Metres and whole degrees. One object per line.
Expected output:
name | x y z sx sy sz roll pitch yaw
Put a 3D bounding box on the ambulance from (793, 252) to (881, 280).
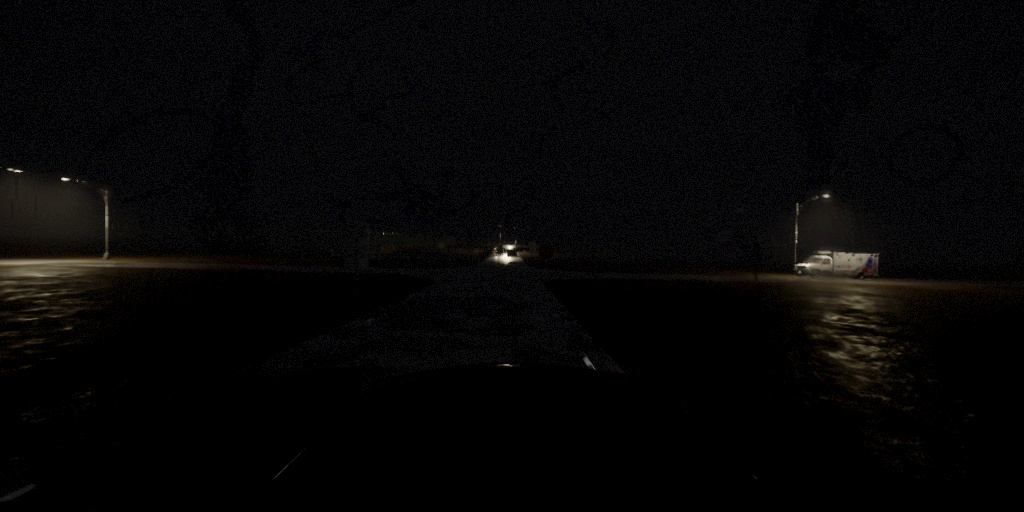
ambulance | 29.436 0.888 32.699 6.366 2.431 2.351 1 1 0
